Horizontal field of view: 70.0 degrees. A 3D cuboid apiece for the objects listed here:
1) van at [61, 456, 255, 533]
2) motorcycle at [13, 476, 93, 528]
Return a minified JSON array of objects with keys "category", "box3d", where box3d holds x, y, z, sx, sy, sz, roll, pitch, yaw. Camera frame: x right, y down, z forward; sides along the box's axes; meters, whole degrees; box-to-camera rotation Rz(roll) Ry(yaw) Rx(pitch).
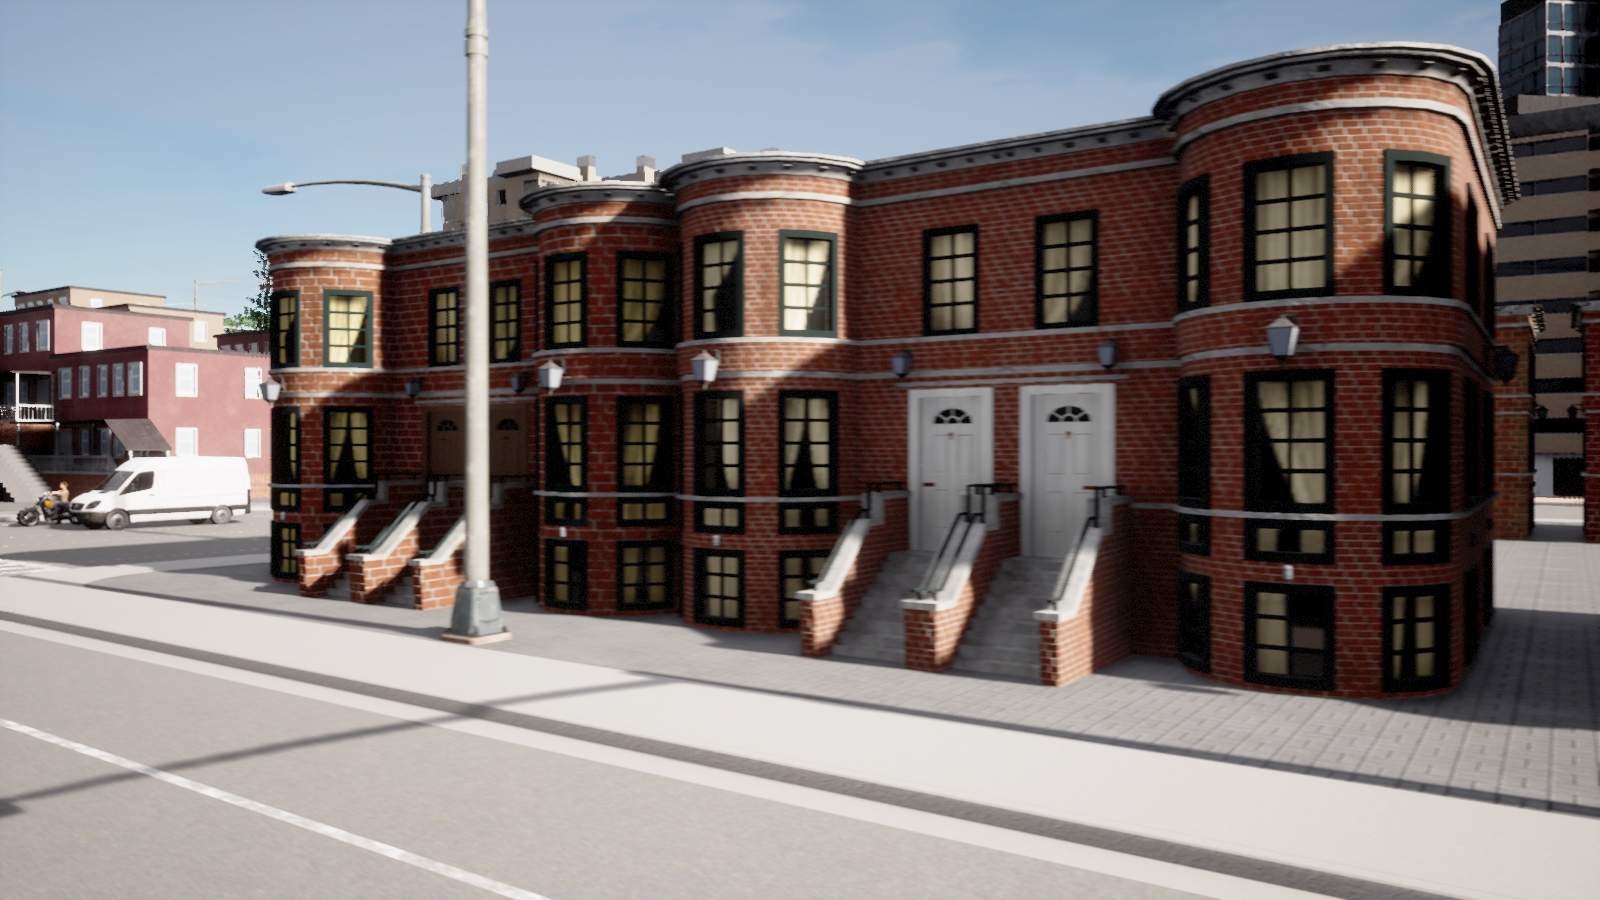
[{"category":"van","box3d":[-23.404,1.535,41.912,1.988,2.561,5.915,0,0,35]},{"category":"motorcycle","box3d":[-27.528,1.908,42.150,0.764,1.802,2.356,0,0,35]}]
